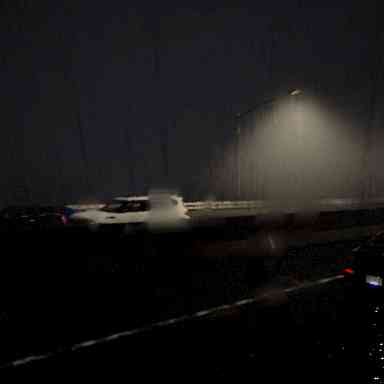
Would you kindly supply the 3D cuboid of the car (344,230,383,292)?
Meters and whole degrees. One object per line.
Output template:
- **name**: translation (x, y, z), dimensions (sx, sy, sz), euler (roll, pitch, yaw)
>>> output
- **car**: translation (5.344, 1.511, 7.654), dimensions (4.674, 1.442, 1.812), euler (0, 0, -35)

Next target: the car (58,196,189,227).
- **car**: translation (-2.713, 1.207, 14.916), dimensions (5.566, 2.045, 2.150), euler (0, 0, -36)

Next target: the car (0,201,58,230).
- **car**: translation (-8.219, 1.344, 15.312), dimensions (4.553, 1.767, 2.097), euler (0, 0, -35)

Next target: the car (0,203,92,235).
- **car**: translation (-8.614, 1.466, 19.326), dimensions (5.008, 1.535, 1.882), euler (0, 0, -35)
